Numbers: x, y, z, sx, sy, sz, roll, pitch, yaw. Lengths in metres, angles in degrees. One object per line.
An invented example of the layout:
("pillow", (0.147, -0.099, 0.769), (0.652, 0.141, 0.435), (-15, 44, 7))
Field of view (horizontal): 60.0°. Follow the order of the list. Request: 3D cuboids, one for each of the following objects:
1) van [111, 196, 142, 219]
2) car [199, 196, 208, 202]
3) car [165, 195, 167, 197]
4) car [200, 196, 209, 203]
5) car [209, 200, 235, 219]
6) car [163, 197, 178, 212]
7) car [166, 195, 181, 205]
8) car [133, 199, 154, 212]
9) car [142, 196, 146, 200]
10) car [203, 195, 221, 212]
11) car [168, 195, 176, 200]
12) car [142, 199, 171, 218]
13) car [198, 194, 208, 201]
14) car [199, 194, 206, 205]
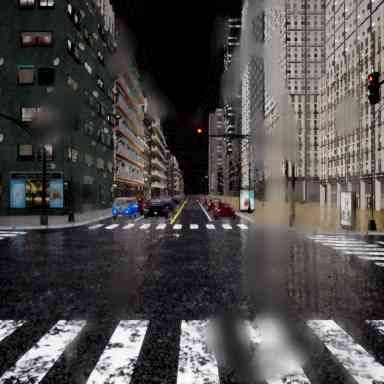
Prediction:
("van", (-5.675, 1.351, 28.436), (1.690, 1.788, 3.998), (0, 0, 0))
("car", (2.715, 1.634, 78.182), (1.802, 1.307, 4.206), (0, 0, 0))
("car", (-5.664, 1.492, 78.184), (1.967, 1.590, 4.097), (0, 0, 0))
("car", (2.714, 1.590, 72.654), (1.887, 1.381, 4.507), (0, 0, 0))
("car", (2.704, 1.592, 28.433), (1.802, 1.307, 4.206), (0, 0, 0))
("car", (-3.091, 1.617, 39.858), (1.895, 1.301, 4.718), (0, 0, 0))
("car", (-3.036, 1.631, 58.865), (1.895, 1.301, 4.718), (0, 0, 1))
("car", (-5.674, 1.560, 39.492), (1.887, 1.381, 4.507), (0, 0, 0))
("car", (-5.674, 1.328, 33.964), (2.192, 1.841, 5.009), (0, 0, 0))
("car", (2.708, 1.456, 39.489), (1.967, 1.590, 4.097), (0, 0, 0))
("car", (-5.662, 1.640, 94.767), (1.947, 1.339, 4.313), (0, 0, 0))
("car", (-3.112, 1.574, 29.622), (1.994, 1.385, 4.181), (0, 0, -2))
("car", (2.718, 1.373, 83.710), (2.192, 1.841, 5.009), (0, 0, 0))
("car", (2.711, 1.468, 56.071), (1.967, 1.590, 4.097), (0, 0, 0))
